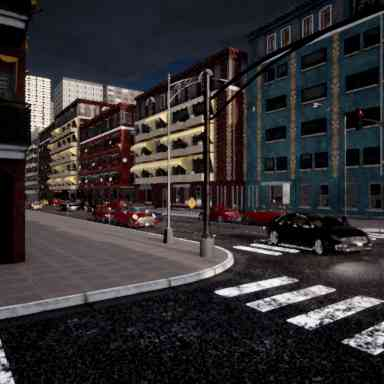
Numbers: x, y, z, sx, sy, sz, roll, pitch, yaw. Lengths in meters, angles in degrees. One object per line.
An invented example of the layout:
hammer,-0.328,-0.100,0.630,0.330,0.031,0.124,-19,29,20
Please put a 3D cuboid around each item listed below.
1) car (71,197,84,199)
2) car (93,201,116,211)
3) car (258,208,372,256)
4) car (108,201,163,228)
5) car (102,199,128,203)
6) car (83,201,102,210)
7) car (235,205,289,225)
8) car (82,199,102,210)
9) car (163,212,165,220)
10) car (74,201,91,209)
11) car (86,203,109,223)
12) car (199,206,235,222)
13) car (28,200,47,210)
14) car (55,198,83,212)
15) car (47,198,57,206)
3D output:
car,-19.522,1.907,55.508,2.150,2.045,5.566,0,-1,-35
car,-13.590,2.159,51.461,2.008,1.369,4.403,-1,0,-35
car,4.964,1.591,13.739,1.837,1.490,4.892,1,-1,-20
car,-4.194,1.694,24.174,1.967,1.590,4.097,-1,0,-35
car,-10.424,1.855,46.909,2.192,1.841,5.009,-1,0,-35
car,-16.761,2.258,56.015,1.802,1.307,4.206,-1,0,-35
car,5.439,1.639,24.146,1.967,1.590,4.097,-1,0,-35
car,-13.599,2.065,47.082,1.837,1.490,4.892,0,-1,-34
car,-4.186,1.902,28.494,1.895,1.301,4.718,0,-1,-35
car,-19.931,2.325,60.569,1.802,1.307,4.206,-1,0,-35
car,-7.362,1.904,28.727,1.802,1.307,4.206,-1,0,-35
car,2.267,1.849,28.697,1.802,1.307,4.206,-1,0,-35
car,-26.388,2.170,56.049,1.967,1.590,4.097,-1,0,-35
car,-17.687,2.086,48.015,2.128,1.511,4.902,0,-1,-34
car,-32.618,2.327,78.783,2.192,1.841,5.009,-1,0,-35
